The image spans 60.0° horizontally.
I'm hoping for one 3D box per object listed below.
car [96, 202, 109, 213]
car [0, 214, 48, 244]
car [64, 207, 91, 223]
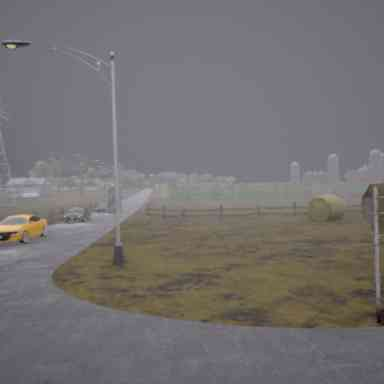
[{"bbox_3d":[-13.058,2.329,49.564,1.837,1.490,4.892,-2,-1,-5],"label":"car"},{"bbox_3d":[-10.150,2.110,19.635,1.882,1.535,5.008,-2,-1,-6],"label":"car"},{"bbox_3d":[-11.555,2.278,33.803,1.837,1.490,4.892,-2,0,-6],"label":"car"}]
